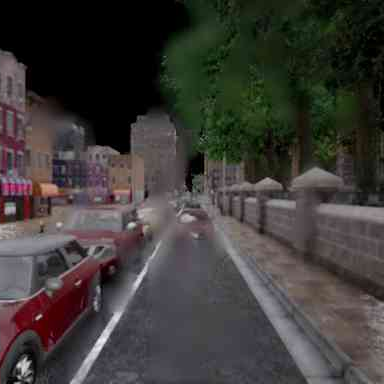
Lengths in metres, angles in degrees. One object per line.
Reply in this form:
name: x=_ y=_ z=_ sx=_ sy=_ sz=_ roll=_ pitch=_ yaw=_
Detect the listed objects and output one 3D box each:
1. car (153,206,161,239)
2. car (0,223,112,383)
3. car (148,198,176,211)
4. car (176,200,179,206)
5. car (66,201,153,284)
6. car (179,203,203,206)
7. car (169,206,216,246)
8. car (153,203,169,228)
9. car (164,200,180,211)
car: x=-2.640 y=1.583 z=14.982 sx=1.752 sy=1.417 sz=4.829 roll=0 pitch=0 yaw=0
car: x=-2.646 y=1.459 z=4.612 sx=1.967 sy=1.590 sz=4.097 roll=0 pitch=0 yaw=0
car: x=-2.634 y=1.414 z=25.694 sx=2.192 sy=1.841 sz=5.009 roll=0 pitch=0 yaw=0
car: x=-2.627 y=1.740 z=41.231 sx=1.802 sy=1.307 sz=4.206 roll=0 pitch=0 yaw=0
car: x=-2.643 y=1.354 z=9.883 sx=2.192 sy=1.841 sz=5.009 roll=0 pitch=0 yaw=0
car: x=0.093 y=1.681 z=30.466 sx=1.994 sy=1.385 sz=4.181 roll=0 pitch=0 yaw=0
car: x=0.090 y=1.586 z=15.549 sx=1.812 sy=1.442 sz=4.674 roll=0 pitch=0 yaw=0
car: x=-2.637 y=1.604 z=20.253 sx=1.752 sy=1.417 sz=4.829 roll=0 pitch=0 yaw=0
car: x=-2.626 y=1.738 z=44.894 sx=1.947 sy=1.339 sz=4.313 roll=0 pitch=0 yaw=0
